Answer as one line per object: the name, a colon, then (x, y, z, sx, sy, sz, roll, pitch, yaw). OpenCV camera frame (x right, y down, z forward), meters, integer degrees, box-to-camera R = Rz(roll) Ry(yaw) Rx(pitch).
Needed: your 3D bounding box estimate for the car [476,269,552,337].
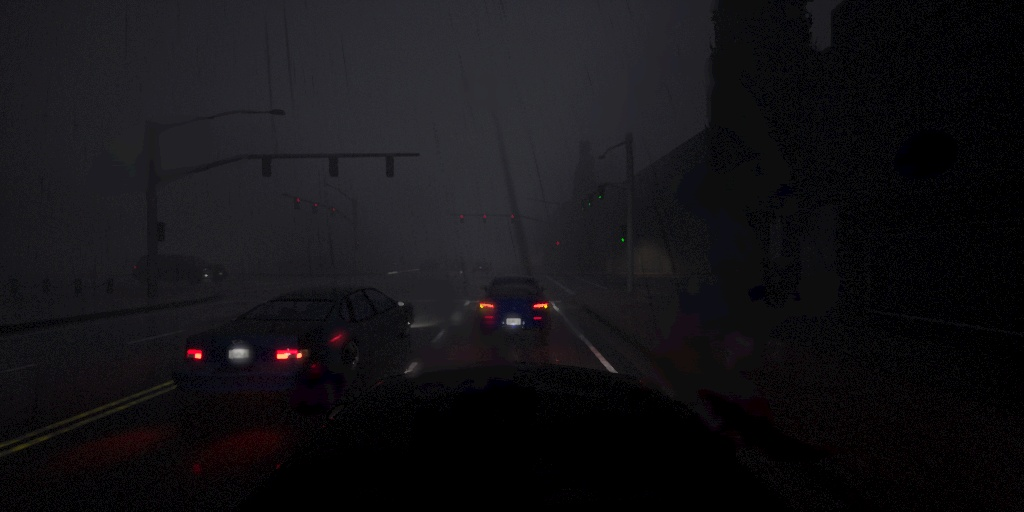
car: (0.058, 1.271, 10.161, 1.812, 1.442, 4.674, 0, 0, 0)

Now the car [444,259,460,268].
car: (-10.451, 1.221, 62.518, 1.837, 1.490, 4.892, 0, 0, 2)

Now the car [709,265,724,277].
car: (20.959, 1.223, 33.323, 4.902, 1.511, 2.128, 0, 0, 0)

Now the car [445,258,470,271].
car: (-7.270, 1.212, 49.282, 2.128, 1.511, 4.902, 0, 0, 1)

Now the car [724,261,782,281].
car: (20.814, 1.238, 29.823, 4.892, 1.490, 1.837, 0, 0, 0)

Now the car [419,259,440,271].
car: (-10.802, 1.201, 47.368, 1.882, 1.535, 5.008, 0, 0, 1)

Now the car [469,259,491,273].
car: (-3.643, 1.289, 43.663, 1.994, 1.385, 4.181, 0, 0, 0)

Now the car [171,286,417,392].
car: (-3.449, 1.294, 7.060, 2.033, 1.411, 5.357, 0, 0, 0)

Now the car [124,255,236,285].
car: (-23.279, 0.957, 25.304, 5.566, 2.045, 2.150, 0, 0, 0)
